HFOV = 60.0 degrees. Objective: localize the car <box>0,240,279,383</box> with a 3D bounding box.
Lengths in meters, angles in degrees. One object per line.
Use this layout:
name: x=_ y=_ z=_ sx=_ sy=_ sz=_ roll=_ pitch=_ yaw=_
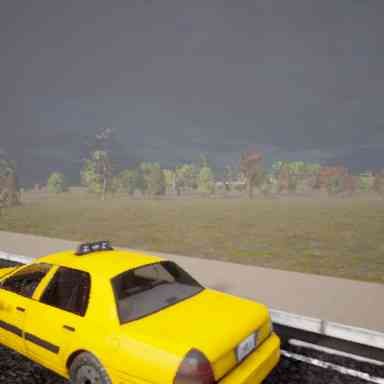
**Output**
car: x=-1.566 y=1.461 z=4.681 sx=5.366 sy=1.575 sz=1.801 roll=0 pitch=0 yaw=36
